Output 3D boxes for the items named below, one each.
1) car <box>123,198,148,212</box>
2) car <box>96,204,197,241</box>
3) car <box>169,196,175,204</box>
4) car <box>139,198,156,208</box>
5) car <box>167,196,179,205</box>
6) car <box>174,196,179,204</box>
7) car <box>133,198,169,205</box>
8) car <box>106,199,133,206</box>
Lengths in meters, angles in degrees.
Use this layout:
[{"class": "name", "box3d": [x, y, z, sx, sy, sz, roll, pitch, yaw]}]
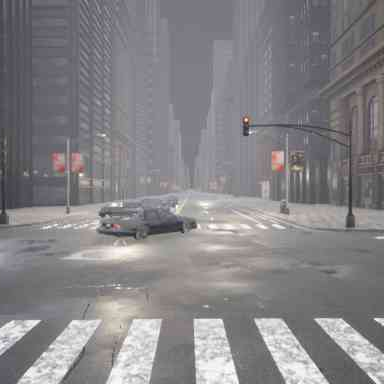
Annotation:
[{"class": "car", "box3d": [-6.576, 1.522, 39.397, 2.033, 1.411, 5.357, 0, 0, 0]}, {"class": "car", "box3d": [-2.089, 1.527, 16.712, 2.033, 1.411, 5.357, -1, 0, 42]}, {"class": "car", "box3d": [-3.328, 1.523, 37.515, 2.033, 1.411, 5.357, 0, 0, 0]}, {"class": "car", "box3d": [-6.575, 1.564, 49.483, 1.895, 1.301, 4.718, 0, 0, 0]}, {"class": "car", "box3d": [-3.286, 1.454, 57.788, 1.837, 1.490, 4.892, 0, 0, 0]}, {"class": "car", "box3d": [-3.329, 1.529, 47.414, 1.994, 1.385, 4.181, 0, 0, 0]}, {"class": "car", "box3d": [-3.333, 1.337, 28.040, 2.097, 1.767, 4.553, 0, 0, 0]}, {"class": "car", "box3d": [-6.557, 1.531, 29.298, 2.033, 1.411, 5.357, 0, 0, 4]}]
